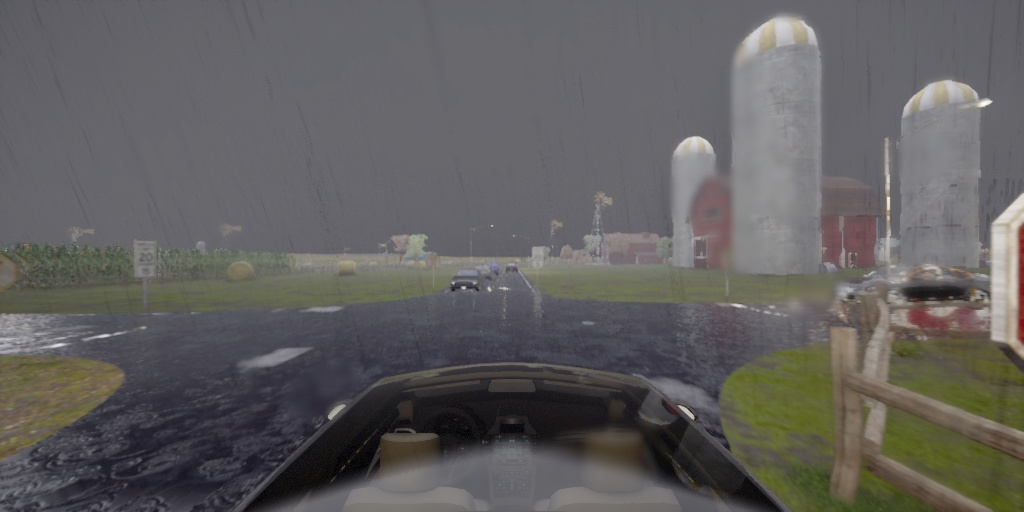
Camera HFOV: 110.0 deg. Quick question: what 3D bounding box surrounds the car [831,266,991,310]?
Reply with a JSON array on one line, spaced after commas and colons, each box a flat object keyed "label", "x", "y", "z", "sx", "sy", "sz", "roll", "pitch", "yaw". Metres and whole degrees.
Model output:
[{"label": "car", "x": 14.543, "y": 1.117, "z": 13.147, "sx": 4.902, "sy": 1.511, "sz": 2.128, "roll": -1, "pitch": 0, "yaw": -1}]

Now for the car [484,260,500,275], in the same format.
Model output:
[{"label": "car", "x": -2.856, "y": 1.521, "z": 48.435, "sx": 2.150, "sy": 2.045, "sz": 5.566, "roll": 0, "pitch": -1, "yaw": 0}]

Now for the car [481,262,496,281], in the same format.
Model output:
[{"label": "car", "x": -2.863, "y": 1.644, "z": 35.297, "sx": 1.837, "sy": 1.490, "sz": 4.892, "roll": 0, "pitch": -1, "yaw": 0}]

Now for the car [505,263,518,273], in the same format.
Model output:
[{"label": "car", "x": -0.036, "y": 1.883, "z": 57.086, "sx": 1.882, "sy": 1.535, "sz": 5.008, "roll": 0, "pitch": -1, "yaw": 0}]

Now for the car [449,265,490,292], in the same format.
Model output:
[{"label": "car", "x": -2.873, "y": 1.553, "z": 24.055, "sx": 2.033, "sy": 1.411, "sz": 5.357, "roll": 0, "pitch": -1, "yaw": 0}]
